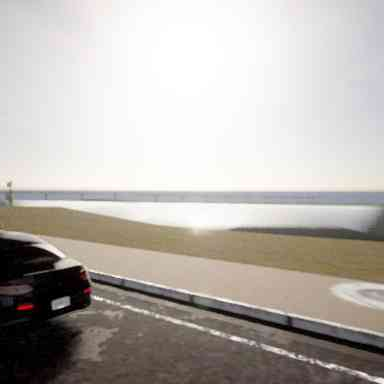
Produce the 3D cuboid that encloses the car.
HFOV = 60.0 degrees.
[{"bbox_3d":[-3.855,1.505,6.404,4.674,1.442,1.812,1,0,36],"label":"car"}]
